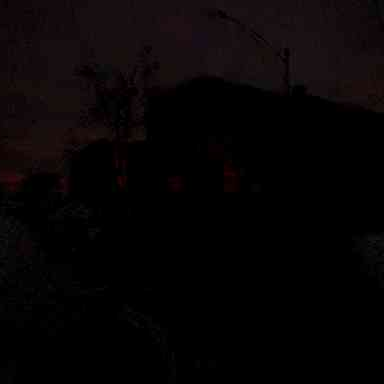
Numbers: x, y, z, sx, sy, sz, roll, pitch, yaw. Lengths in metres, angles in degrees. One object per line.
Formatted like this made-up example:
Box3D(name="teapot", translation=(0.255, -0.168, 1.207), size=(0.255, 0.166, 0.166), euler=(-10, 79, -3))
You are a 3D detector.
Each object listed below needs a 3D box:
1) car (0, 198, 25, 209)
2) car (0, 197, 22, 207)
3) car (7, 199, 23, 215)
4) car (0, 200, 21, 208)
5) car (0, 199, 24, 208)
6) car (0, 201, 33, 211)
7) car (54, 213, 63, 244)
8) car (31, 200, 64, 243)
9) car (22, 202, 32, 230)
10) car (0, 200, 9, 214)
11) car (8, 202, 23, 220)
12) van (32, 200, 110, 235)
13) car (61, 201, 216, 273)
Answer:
Box3D(name="car", translation=(-32.303, 2.034, 58.722), size=(2.185, 1.767, 4.553), euler=(1, -2, 37))
Box3D(name="car", translation=(-37.203, 1.976, 66.134), size=(2.435, 2.045, 5.566), euler=(0, -2, 37))
Box3D(name="car", translation=(-14.363, 1.782, 31.568), size=(2.185, 1.767, 4.553), euler=(1, -2, 37))
Box3D(name="car", translation=(-35.590, 2.244, 63.631), size=(2.002, 1.452, 4.674), euler=(0, -2, 36))
Box3D(name="car", translation=(-33.954, 2.182, 61.167), size=(2.231, 1.521, 4.892), euler=(1, -2, 37))
Box3D(name="car", translation=(-27.423, 2.120, 51.315), size=(2.163, 1.488, 4.792), euler=(0, -2, 37))
Box3D(name="car", translation=(-2.968, 1.770, 14.231), size=(2.163, 1.488, 4.792), euler=(1, -2, 36))
Box3D(name="car", translation=(-4.603, 1.513, 16.710), size=(2.435, 2.045, 5.566), euler=(1, -2, 37))
Box3D(name="car", translation=(-6.233, 1.537, 19.179), size=(2.435, 2.045, 5.566), euler=(1, -2, 37))
Box3D(name="car", translation=(-19.290, 2.004, 38.919), size=(2.163, 1.488, 4.792), euler=(1, -2, 37))
Box3D(name="car", translation=(-12.751, 1.884, 29.066), size=(2.231, 1.521, 4.892), euler=(0, -2, 36))
Box3D(name="van", translation=(-7.788, 1.592, 21.769), size=(1.878, 1.987, 4.442), euler=(0, -2, 37))
Box3D(name="car", translation=(-1.321, 1.468, 11.826), size=(2.435, 2.045, 5.566), euler=(0, -2, 37))
